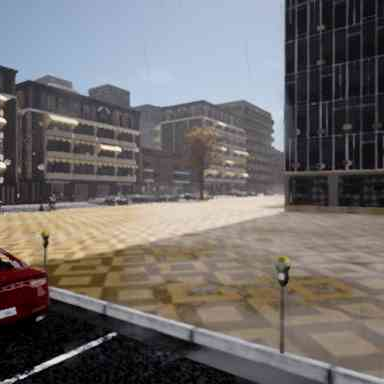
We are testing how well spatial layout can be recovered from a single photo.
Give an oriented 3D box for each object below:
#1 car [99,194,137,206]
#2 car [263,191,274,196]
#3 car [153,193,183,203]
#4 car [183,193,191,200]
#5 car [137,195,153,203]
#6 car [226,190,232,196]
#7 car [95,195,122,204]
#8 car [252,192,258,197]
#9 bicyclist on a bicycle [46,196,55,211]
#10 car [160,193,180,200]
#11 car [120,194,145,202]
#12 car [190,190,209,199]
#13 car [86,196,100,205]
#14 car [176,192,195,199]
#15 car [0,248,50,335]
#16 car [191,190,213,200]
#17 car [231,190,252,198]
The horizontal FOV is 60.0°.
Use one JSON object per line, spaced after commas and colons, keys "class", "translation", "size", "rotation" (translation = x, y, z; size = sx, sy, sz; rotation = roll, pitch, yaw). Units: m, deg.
{"class": "car", "translation": [-10.316, 1.285, 46.799], "size": [2.008, 1.369, 4.403], "rotation": [1, 2, 35]}
{"class": "car", "translation": [21.369, 0.318, 92.595], "size": [1.967, 1.590, 4.097], "rotation": [1, 2, 35]}
{"class": "car", "translation": [-3.979, 1.112, 55.959], "size": [2.008, 1.369, 4.403], "rotation": [1, 2, 35]}
{"class": "car", "translation": [0.417, 0.926, 67.060], "size": [2.033, 1.411, 5.357], "rotation": [0, 1, 35]}
{"class": "car", "translation": [-7.314, 1.135, 55.857], "size": [2.033, 1.411, 5.357], "rotation": [0, 1, 35]}
{"class": "car", "translation": [11.311, 0.265, 92.781], "size": [2.192, 1.841, 5.009], "rotation": [1, 2, 35]}
{"class": "car", "translation": [-14.038, 1.201, 56.149], "size": [1.947, 1.339, 4.313], "rotation": [1, 2, 35]}
{"class": "car", "translation": [15.032, 0.598, 83.437], "size": [2.008, 1.369, 4.403], "rotation": [1, 2, 35]}
{"class": "bicyclist on a bicycle", "translation": [-14.879, 1.231, 35.042], "size": [1.656, 1.620, 0.582], "rotation": [0, 1, 35]}
{"class": "car", "translation": [-4.533, 0.942, 69.888], "size": [1.947, 1.339, 4.313], "rotation": [1, 2, 35]}
{"class": "car", "translation": [-10.870, 1.099, 60.728], "size": [2.008, 1.369, 4.403], "rotation": [1, 2, 35]}
{"class": "car", "translation": [1.806, 0.520, 79.042], "size": [2.192, 1.841, 5.009], "rotation": [1, 2, 35]}
{"class": "car", "translation": [-13.989, 1.296, 51.667], "size": [1.895, 1.301, 4.718], "rotation": [0, 1, 35]}
{"class": "car", "translation": [-1.461, 0.819, 74.327], "size": [1.752, 1.417, 4.829], "rotation": [1, 2, 35]}
{"class": "car", "translation": [-4.413, 1.589, 6.011], "size": [4.507, 1.381, 1.887], "rotation": [0, 0, 35]}
{"class": "car", "translation": [2.456, 0.912, 65.259], "size": [1.752, 1.417, 4.829], "rotation": [1, 2, 35]}
{"class": "car", "translation": [11.864, 0.683, 78.859], "size": [2.008, 1.369, 4.403], "rotation": [1, 2, 35]}
